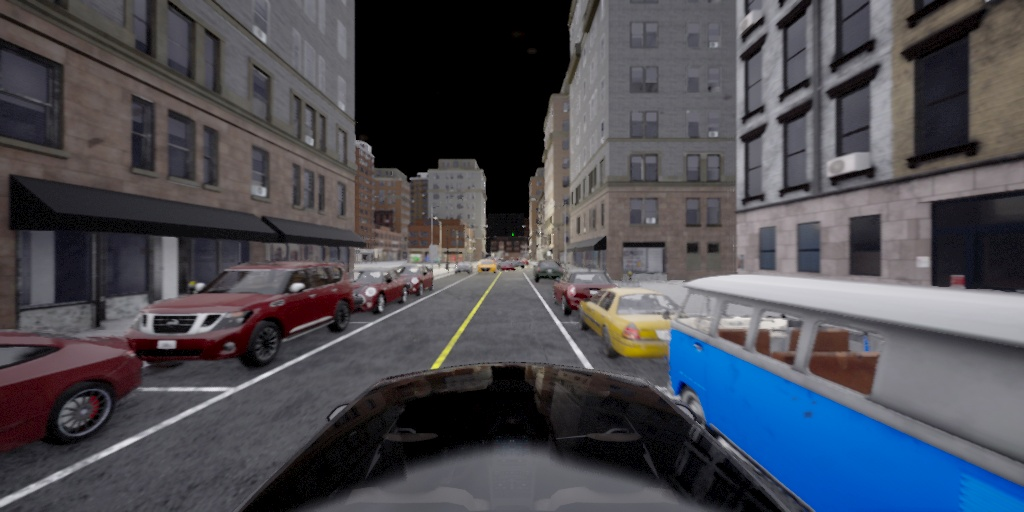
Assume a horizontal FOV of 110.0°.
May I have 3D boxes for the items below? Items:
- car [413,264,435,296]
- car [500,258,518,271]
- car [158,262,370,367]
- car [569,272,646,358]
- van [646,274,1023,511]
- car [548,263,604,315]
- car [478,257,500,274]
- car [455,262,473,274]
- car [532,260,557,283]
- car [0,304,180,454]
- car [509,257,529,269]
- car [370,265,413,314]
[{"bbox_3d":[-5.383,1.189,18.930,1.967,1.591,4.097,0,0,0],"label":"car"},{"bbox_3d":[-1.178,1.312,47.854,1.994,1.385,4.181,0,0,-21],"label":"car"},{"bbox_3d":[-5.386,1.065,8.111,2.192,1.841,5.009,0,0,0],"label":"car"},{"bbox_3d":[2.639,1.274,8.279,1.751,1.417,4.829,0,0,0],"label":"car"},{"bbox_3d":[2.638,1.090,2.699,1.690,1.789,3.998,0,0,0],"label":"van"},{"bbox_3d":[2.641,1.188,13.518,1.967,1.591,4.097,0,0,0],"label":"car"},{"bbox_3d":[-2.774,1.226,40.751,1.882,1.535,5.008,0,0,1],"label":"car"},{"bbox_3d":[-5.376,1.299,40.567,2.007,1.370,4.403,0,0,0],"label":"car"},{"bbox_3d":[2.758,1.099,28.411,2.097,1.767,4.553,0,0,0],"label":"car"},{"bbox_3d":[-5.387,1.332,2.702,1.802,1.307,4.207,0,0,0],"label":"car"},{"bbox_3d":[0.365,1.315,58.213,1.994,1.385,4.181,0,0,-28],"label":"car"},{"bbox_3d":[-5.384,1.189,13.521,1.967,1.591,4.097,0,0,0],"label":"car"}]
